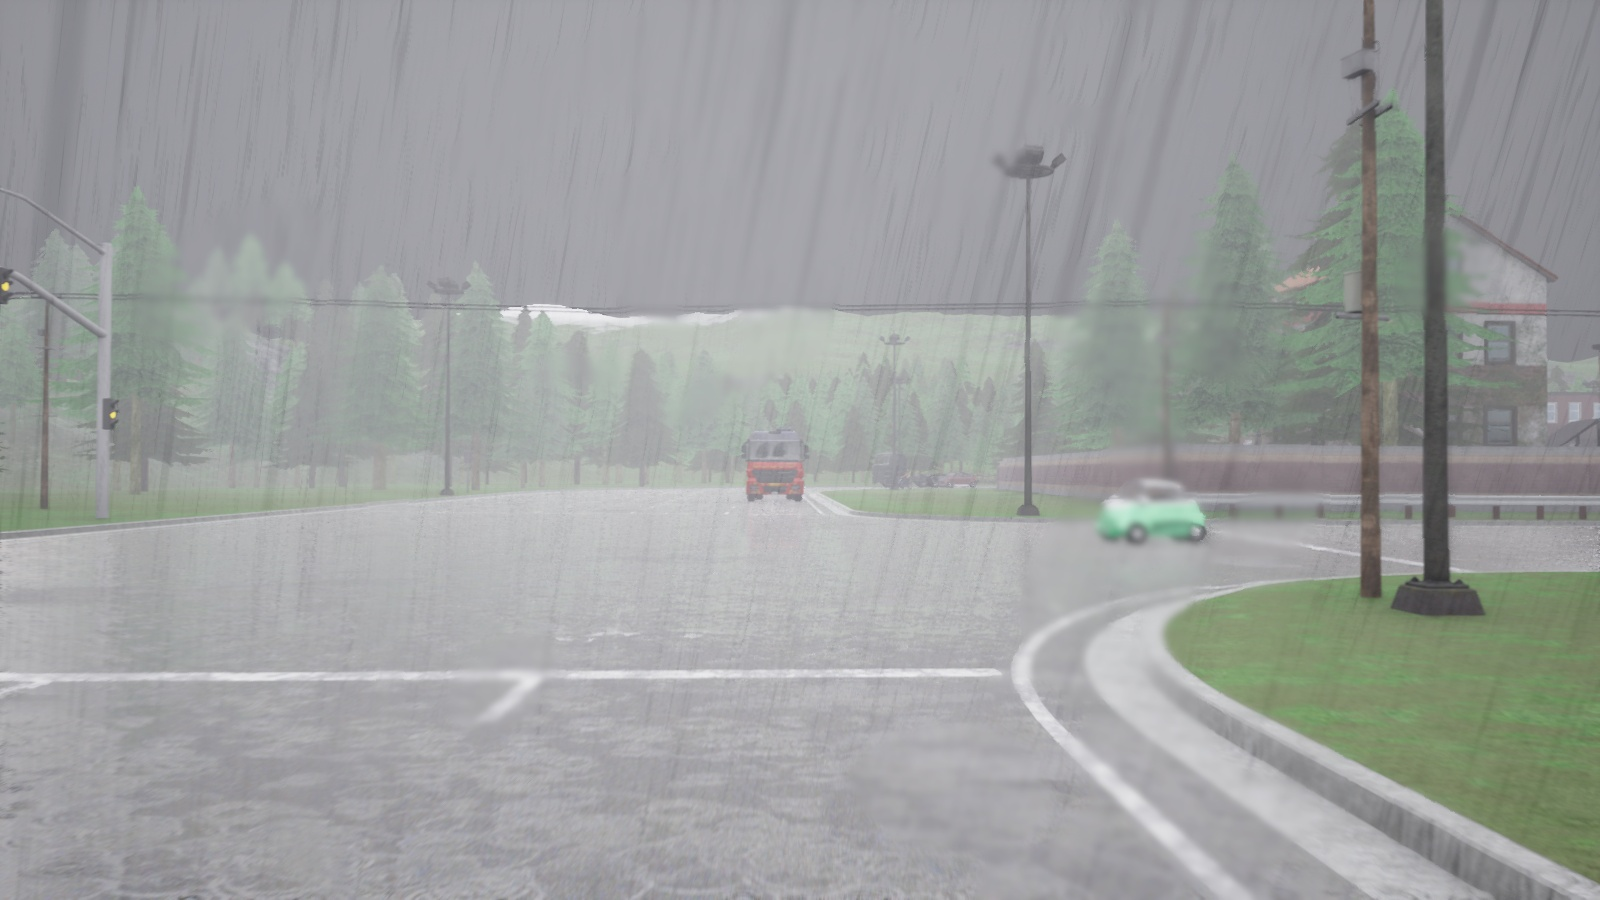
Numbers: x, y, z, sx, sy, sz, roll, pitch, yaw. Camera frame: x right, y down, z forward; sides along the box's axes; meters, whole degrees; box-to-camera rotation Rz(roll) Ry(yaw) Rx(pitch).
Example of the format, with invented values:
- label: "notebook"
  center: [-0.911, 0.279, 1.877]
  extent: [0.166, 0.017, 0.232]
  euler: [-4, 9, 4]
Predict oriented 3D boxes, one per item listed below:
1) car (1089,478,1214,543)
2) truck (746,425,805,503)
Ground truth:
- label: "car"
  center: [7.693, 1.302, 27.556]
  extent: [2.207, 1.376, 1.481]
  euler: [0, -1, -11]
- label: "truck"
  center: [-1.293, 0.761, 66.093]
  extent: [2.891, 3.827, 8.468]
  euler: [0, -1, -1]
